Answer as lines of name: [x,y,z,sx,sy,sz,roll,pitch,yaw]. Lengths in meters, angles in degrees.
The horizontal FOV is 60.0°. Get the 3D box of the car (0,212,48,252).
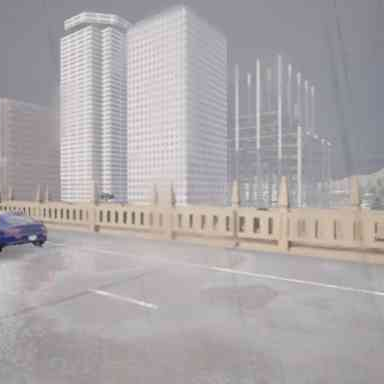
car: [-7.860,1.554,13.836,4.674,1.442,1.812,0,0,35]
